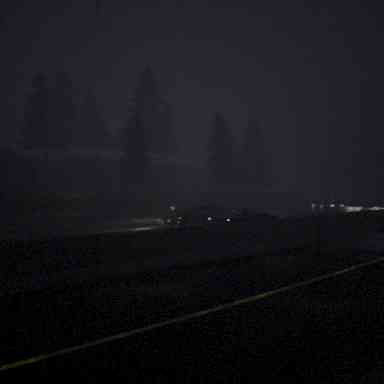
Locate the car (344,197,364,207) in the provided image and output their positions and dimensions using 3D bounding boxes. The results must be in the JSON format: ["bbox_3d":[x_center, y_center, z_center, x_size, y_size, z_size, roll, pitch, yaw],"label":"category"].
[{"bbox_3d":[26.190,1.543,52.926,2.128,1.511,4.902,0,0,33],"label":"car"}]

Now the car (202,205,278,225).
[{"bbox_3d":[3.105,1.636,20.208,4.718,1.301,1.895,0,0,-42],"label":"car"}]

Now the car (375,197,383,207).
[{"bbox_3d":[29.866,1.533,52.184,2.128,1.511,4.902,0,0,32],"label":"car"}]

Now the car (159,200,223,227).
[{"bbox_3d":[0.337,1.550,22.455,4.892,1.490,1.837,0,0,-42],"label":"car"}]

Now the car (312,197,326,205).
[{"bbox_3d":[24.264,1.601,63.319,1.812,1.442,4.674,0,0,29],"label":"car"}]

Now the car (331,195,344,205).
[{"bbox_3d":[26.574,1.418,60.334,2.097,1.767,4.553,0,0,30],"label":"car"}]

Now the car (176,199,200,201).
[{"bbox_3d":[1.376,1.602,28.091,5.357,1.411,2.033,0,0,-43],"label":"car"}]
